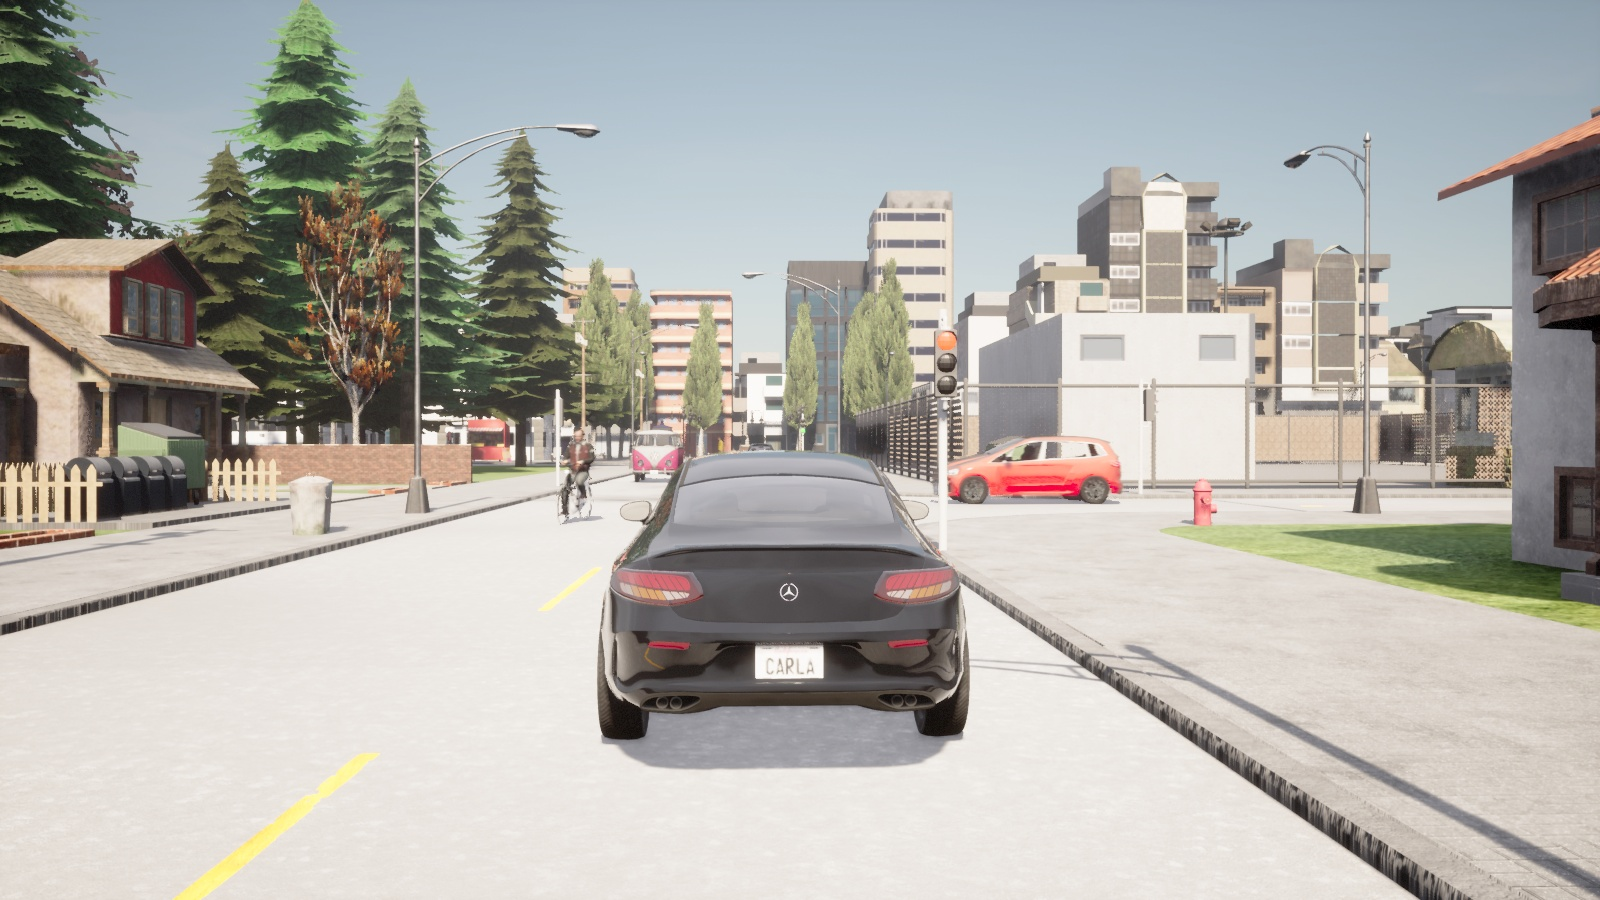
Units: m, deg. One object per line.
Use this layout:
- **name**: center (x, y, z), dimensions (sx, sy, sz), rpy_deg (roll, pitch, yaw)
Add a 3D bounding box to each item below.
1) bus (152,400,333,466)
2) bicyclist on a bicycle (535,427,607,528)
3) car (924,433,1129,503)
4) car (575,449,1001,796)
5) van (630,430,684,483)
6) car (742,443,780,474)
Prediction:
- **bus**: center (-36.825, -1.130, 83.327), dimensions (10.273, 4.253, 3.944), rpy_deg (0, 0, -2)
- **bicyclist on a bicycle**: center (-4.214, 0.483, 23.217), dimensions (0.659, 1.776, 1.843), rpy_deg (1, 0, 10)
- **car**: center (5.539, 0.419, 31.164), dimensions (4.611, 1.667, 2.242), rpy_deg (0, 0, -3)
- **car**: center (-0.142, 0.729, 7.674), dimensions (1.812, 1.442, 4.674), rpy_deg (0, 0, -2)
- **van**: center (-5.522, 0.218, 49.039), dimensions (1.775, 1.987, 4.442), rpy_deg (0, 0, -2)
- **car**: center (-1.947, 0.407, 62.316), dimensions (1.816, 1.474, 4.193), rpy_deg (0, 0, -2)
